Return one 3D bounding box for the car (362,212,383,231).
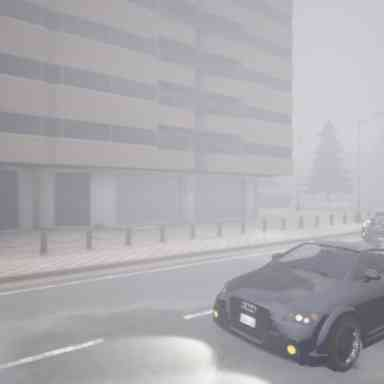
[{"bbox_3d":[9.692,1.373,15.099,4.553,1.767,2.097,0,0,-35],"label":"car"}]

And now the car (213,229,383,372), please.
[{"bbox_3d":[2.401,1.571,5.680,4.181,1.385,1.994,0,0,-35],"label":"car"}]
